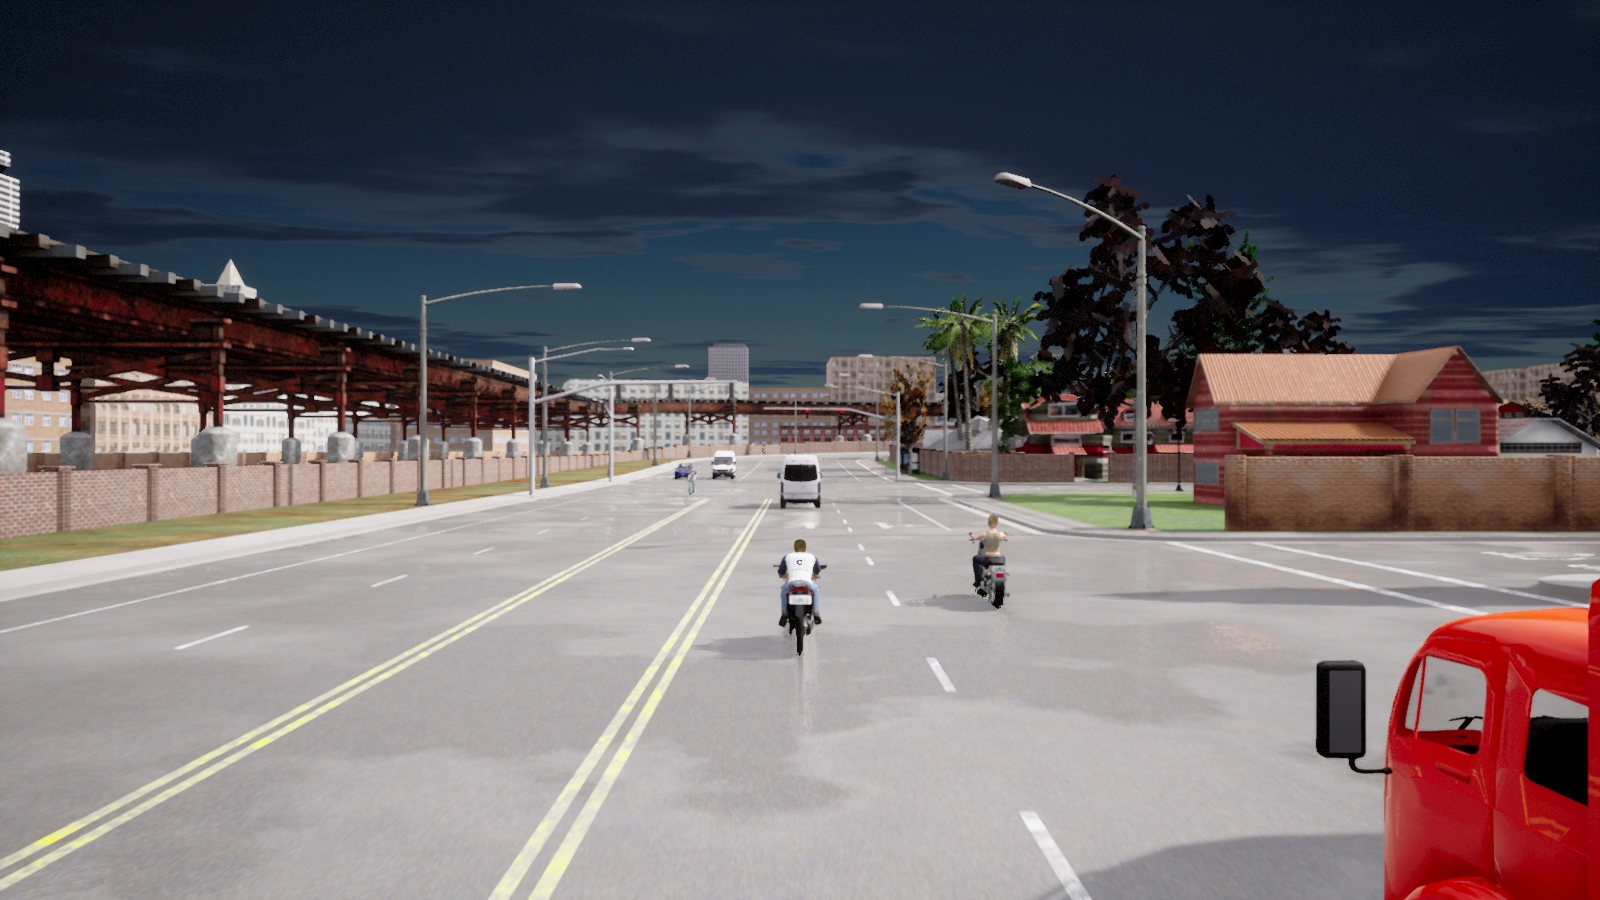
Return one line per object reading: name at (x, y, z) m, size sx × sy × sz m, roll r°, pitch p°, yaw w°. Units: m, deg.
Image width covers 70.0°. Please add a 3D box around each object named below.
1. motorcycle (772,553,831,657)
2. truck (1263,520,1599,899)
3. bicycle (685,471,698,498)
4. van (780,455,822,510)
motorcycle at (0.021, 2.171, 16.345) m, size 0.803 × 1.224 × 2.033 m, roll 0°, pitch 0°, yaw 0°
truck at (3.500, 1.569, 2.793) m, size 2.627 × 2.467 × 5.204 m, roll 0°, pitch 0°, yaw 0°
bicycle at (-6.408, 2.032, 67.500) m, size 0.373 × 1.521 × 1.643 m, roll 1°, pitch 0°, yaw 8°
van at (0.008, 1.525, 56.636) m, size 1.988 × 2.561 × 5.915 m, roll 0°, pitch 0°, yaw -1°
